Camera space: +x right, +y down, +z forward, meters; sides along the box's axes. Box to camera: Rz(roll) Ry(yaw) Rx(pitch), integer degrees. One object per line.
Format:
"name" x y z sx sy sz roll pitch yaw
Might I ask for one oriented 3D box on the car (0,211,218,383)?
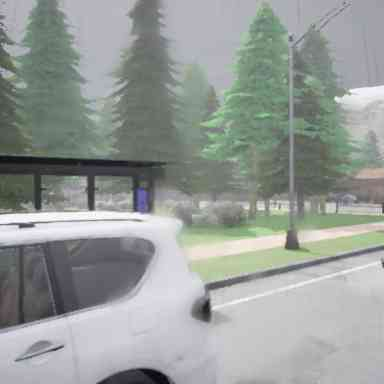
"car" -2.365 1.231 2.303 5.566 2.045 2.150 0 0 -35

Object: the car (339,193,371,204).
"car" 23.228 0.664 46.902 4.605 1.855 1.932 -1 0 -37

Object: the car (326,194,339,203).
"car" 21.409 0.671 48.680 3.866 1.878 1.905 -1 0 -37

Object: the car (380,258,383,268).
"car" 7.391 1.426 9.232 5.357 1.411 2.033 -1 0 -35
